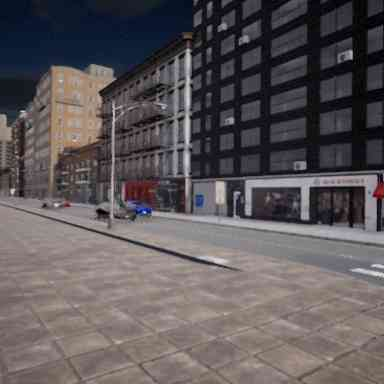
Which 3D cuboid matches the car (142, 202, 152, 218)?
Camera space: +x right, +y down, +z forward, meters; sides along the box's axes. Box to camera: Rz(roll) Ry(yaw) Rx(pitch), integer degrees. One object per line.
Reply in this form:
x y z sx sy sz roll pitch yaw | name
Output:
-5.473 1.564 30.418 1.882 1.535 5.008 1 0 -35 | car

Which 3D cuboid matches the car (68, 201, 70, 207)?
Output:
-20.307 1.594 51.320 1.994 1.385 4.181 1 -1 -35 | car

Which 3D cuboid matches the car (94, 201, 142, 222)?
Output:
-6.177 1.525 26.315 1.882 1.535 5.008 1 0 -35 | car

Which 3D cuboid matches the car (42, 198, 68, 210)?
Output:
-18.328 1.503 43.604 2.128 1.511 4.902 1 -1 -35 | car
